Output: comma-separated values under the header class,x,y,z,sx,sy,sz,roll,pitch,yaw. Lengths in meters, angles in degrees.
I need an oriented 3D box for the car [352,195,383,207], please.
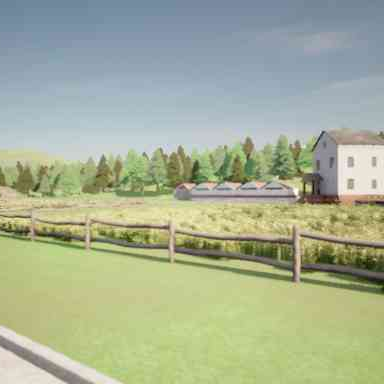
class,x,y,z,sx,sy,sz,roll,pitch,yaw
car,25.598,1.229,47.803,4.605,1.855,1.932,0,0,35
